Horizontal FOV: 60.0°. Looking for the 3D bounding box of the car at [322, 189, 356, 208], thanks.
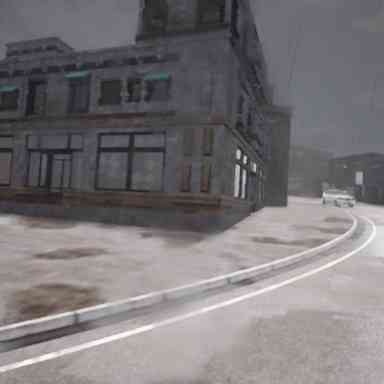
[{"bbox_3d":[18.120,0.728,41.254,2.150,2.045,5.566,3,2,1],"label":"car"}]
